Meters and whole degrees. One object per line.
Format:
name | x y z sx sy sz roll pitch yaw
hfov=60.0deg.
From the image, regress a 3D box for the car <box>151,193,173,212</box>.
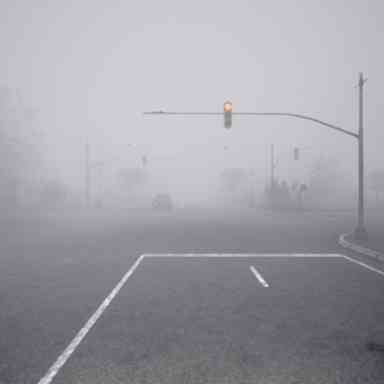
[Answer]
car | -3.431 1.195 39.069 2.150 2.045 5.566 0 1 0
